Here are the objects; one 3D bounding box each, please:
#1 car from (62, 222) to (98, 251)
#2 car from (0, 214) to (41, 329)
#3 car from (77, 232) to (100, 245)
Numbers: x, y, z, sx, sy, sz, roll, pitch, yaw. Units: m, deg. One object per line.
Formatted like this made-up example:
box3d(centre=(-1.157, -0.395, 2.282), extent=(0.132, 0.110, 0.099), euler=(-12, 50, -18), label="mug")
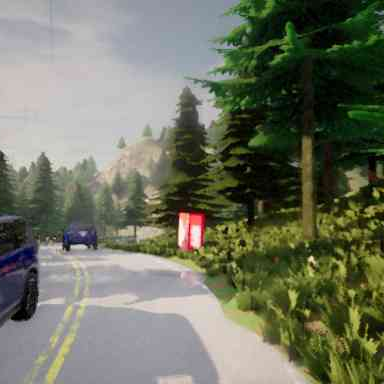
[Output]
box3d(centre=(-8.560, 3.327, 25.261), extent=(2.150, 2.045, 5.566), euler=(1, -7, -24), label="car")
box3d(centre=(-3.885, 1.366, 4.806), extent=(2.150, 2.045, 5.566), euler=(1, -2, -10), label="car")
box3d(centre=(-12.525, 5.574, 40.533), extent=(1.812, 1.442, 4.674), euler=(0, -7, -6), label="car")
